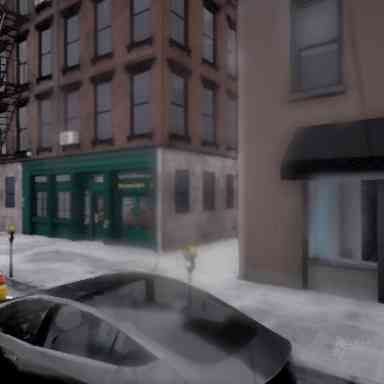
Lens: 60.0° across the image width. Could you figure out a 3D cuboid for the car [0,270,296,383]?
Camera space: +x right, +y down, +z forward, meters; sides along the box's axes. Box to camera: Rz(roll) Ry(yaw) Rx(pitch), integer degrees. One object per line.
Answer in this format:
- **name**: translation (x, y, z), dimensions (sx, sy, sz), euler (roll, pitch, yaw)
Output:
- **car**: translation (-1.081, 1.574, 3.580), dimensions (4.313, 1.339, 1.947), euler (0, 0, 36)
